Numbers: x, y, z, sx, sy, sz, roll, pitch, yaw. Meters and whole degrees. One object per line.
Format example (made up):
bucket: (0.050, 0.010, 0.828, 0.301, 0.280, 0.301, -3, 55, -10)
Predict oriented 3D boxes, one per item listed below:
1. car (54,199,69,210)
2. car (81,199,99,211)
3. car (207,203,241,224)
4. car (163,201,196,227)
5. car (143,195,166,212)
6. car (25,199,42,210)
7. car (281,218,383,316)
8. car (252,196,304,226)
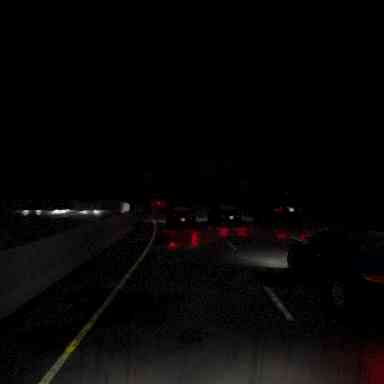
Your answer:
car: (-18.396, 1.677, 46.727, 2.128, 1.511, 4.902, 0, -1, -24)
car: (-13.578, 1.662, 44.208, 1.837, 1.490, 4.892, 0, -1, -22)
car: (2.390, 1.582, 25.202, 1.812, 1.442, 4.674, 0, 0, -8)
car: (-0.839, 1.578, 23.152, 1.812, 1.442, 4.674, 0, 0, -7)
car: (-4.527, 1.341, 40.091, 2.150, 2.045, 5.566, 0, 0, -17)
car: (-21.843, 1.668, 45.848, 1.882, 1.535, 5.008, 0, -1, -25)
car: (3.602, 1.539, 7.417, 1.812, 1.442, 4.674, 0, 0, 0)
car: (6.108, 1.272, 24.157, 2.150, 2.045, 5.566, 0, 0, -7)
